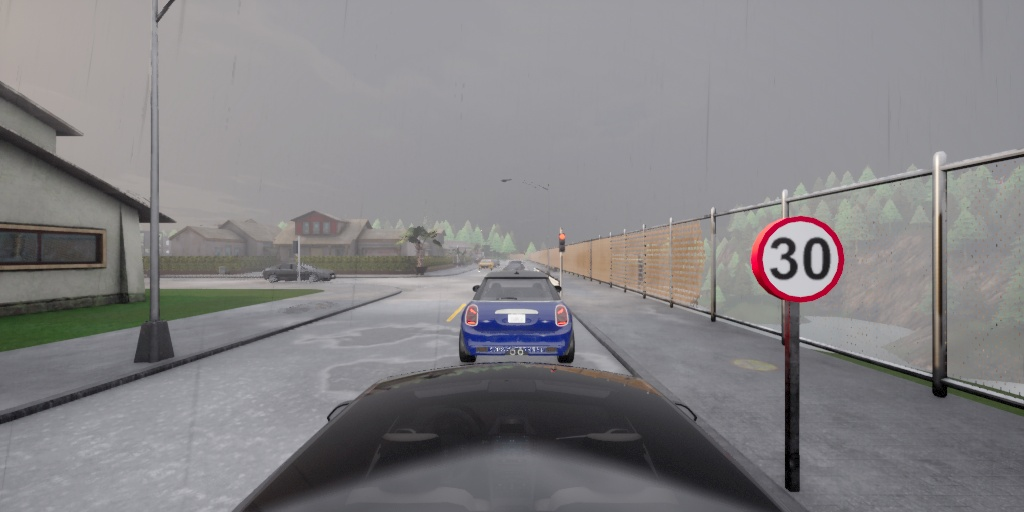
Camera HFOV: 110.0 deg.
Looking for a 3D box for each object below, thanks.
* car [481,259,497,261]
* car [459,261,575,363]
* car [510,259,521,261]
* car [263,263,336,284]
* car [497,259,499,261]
[{"bbox_3d":[-3.661,1.227,51.200,1.882,1.535,5.008,0,0,1],"label":"car"},{"bbox_3d":[0.115,1.102,8.332,2.097,1.767,4.553,0,0,1],"label":"car"},{"bbox_3d":[0.304,1.314,37.664,1.994,1.385,4.181,0,0,4],"label":"car"},{"bbox_3d":[-15.698,1.255,26.597,4.892,1.490,1.837,0,0,1],"label":"car"},{"bbox_3d":[-3.558,1.255,60.650,1.837,1.490,4.892,0,0,1],"label":"car"}]
